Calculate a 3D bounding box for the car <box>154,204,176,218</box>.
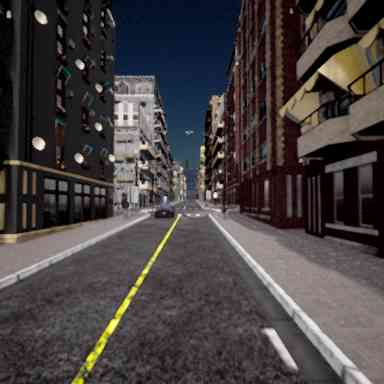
[{"bbox_3d":[-2.749,1.936,34.482,1.994,1.385,4.181,0,-1,0],"label":"car"}]
